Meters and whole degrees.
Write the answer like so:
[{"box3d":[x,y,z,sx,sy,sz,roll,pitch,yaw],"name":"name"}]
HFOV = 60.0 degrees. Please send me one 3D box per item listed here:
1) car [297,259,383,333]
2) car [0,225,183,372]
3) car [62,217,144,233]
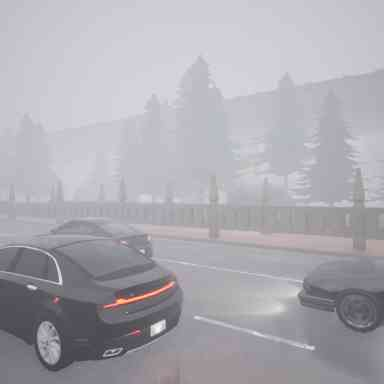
[{"box3d":[4.510,1.547,5.075,5.357,1.411,2.033,0,0,35],"name":"car"},{"box3d":[-2.411,1.505,5.707,4.892,1.490,1.837,0,0,35],"name":"car"},{"box3d":[-3.305,1.526,10.637,4.674,1.442,1.812,0,0,35],"name":"car"}]
